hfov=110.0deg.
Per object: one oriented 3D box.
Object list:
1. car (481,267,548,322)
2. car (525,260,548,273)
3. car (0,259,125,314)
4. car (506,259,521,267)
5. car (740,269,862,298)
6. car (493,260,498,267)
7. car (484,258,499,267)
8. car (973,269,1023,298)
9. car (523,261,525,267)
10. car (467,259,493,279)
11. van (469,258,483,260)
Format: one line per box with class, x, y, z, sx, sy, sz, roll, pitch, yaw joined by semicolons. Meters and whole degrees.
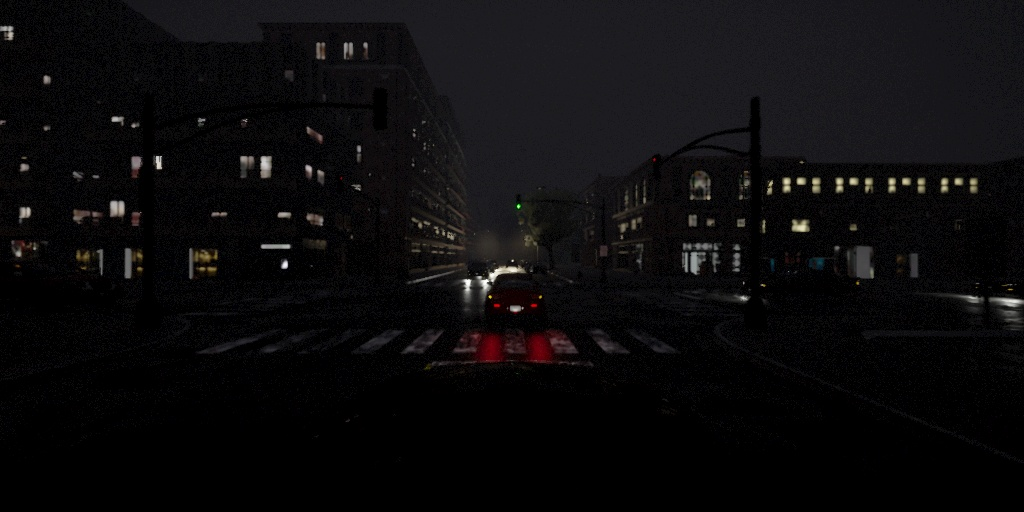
car;0.097;1.295;12.321;1.812;1.442;4.674;0;0;0
car;2.685;1.389;36.684;2.007;1.370;4.403;0;0;0
car;-17.278;1.033;12.962;5.009;1.841;2.192;0;0;0
car;-0.010;1.284;63.390;2.097;1.767;4.553;0;0;0
car;15.229;1.401;18.991;5.357;1.411;2.033;0;0;-1
car;-3.087;1.390;44.445;1.812;1.442;4.674;0;0;0
car;-3.067;1.407;56.403;1.837;1.490;4.892;0;1;0
car;27.767;1.414;19.077;4.892;1.490;1.837;0;0;0
car;2.684;1.297;42.381;1.967;1.591;4.097;0;0;0
car;-3.095;1.335;34.014;1.837;1.490;4.892;0;0;0
van;-5.699;1.237;53.774;1.690;1.789;3.998;0;0;0
